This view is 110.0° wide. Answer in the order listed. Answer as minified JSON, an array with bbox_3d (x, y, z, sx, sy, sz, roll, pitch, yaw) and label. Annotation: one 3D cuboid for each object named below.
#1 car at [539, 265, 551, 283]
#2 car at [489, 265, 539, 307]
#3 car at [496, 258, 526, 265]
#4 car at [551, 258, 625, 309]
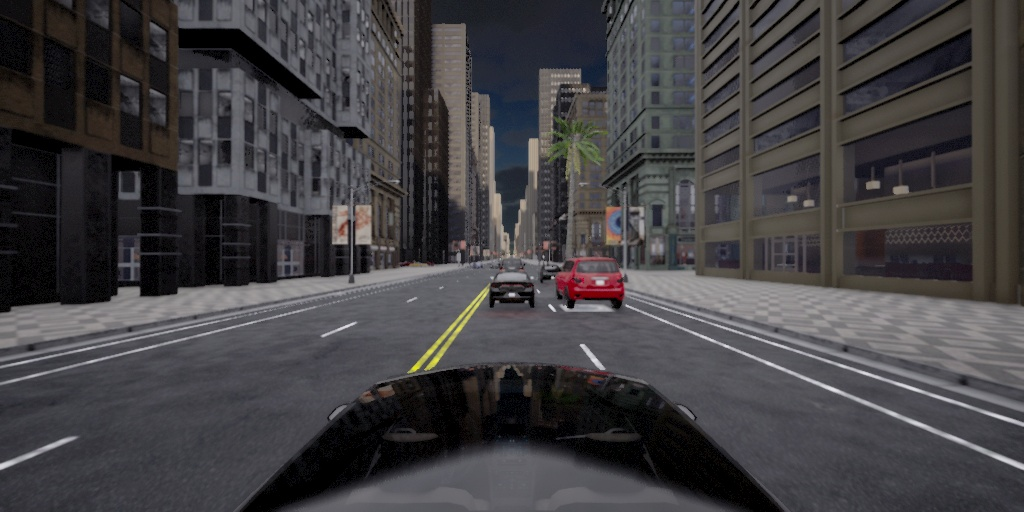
[{"bbox_3d":[3.252,1.506,31.161,1.837,1.490,4.892,0,0,0],"label":"car"},{"bbox_3d":[0.004,1.353,16.313,1.882,1.535,5.008,0,0,0],"label":"car"},{"bbox_3d":[-0.001,1.213,30.858,2.150,2.045,5.566,0,0,0],"label":"car"},{"bbox_3d":[3.250,1.088,15.882,2.150,2.045,5.566,0,0,0],"label":"car"}]
